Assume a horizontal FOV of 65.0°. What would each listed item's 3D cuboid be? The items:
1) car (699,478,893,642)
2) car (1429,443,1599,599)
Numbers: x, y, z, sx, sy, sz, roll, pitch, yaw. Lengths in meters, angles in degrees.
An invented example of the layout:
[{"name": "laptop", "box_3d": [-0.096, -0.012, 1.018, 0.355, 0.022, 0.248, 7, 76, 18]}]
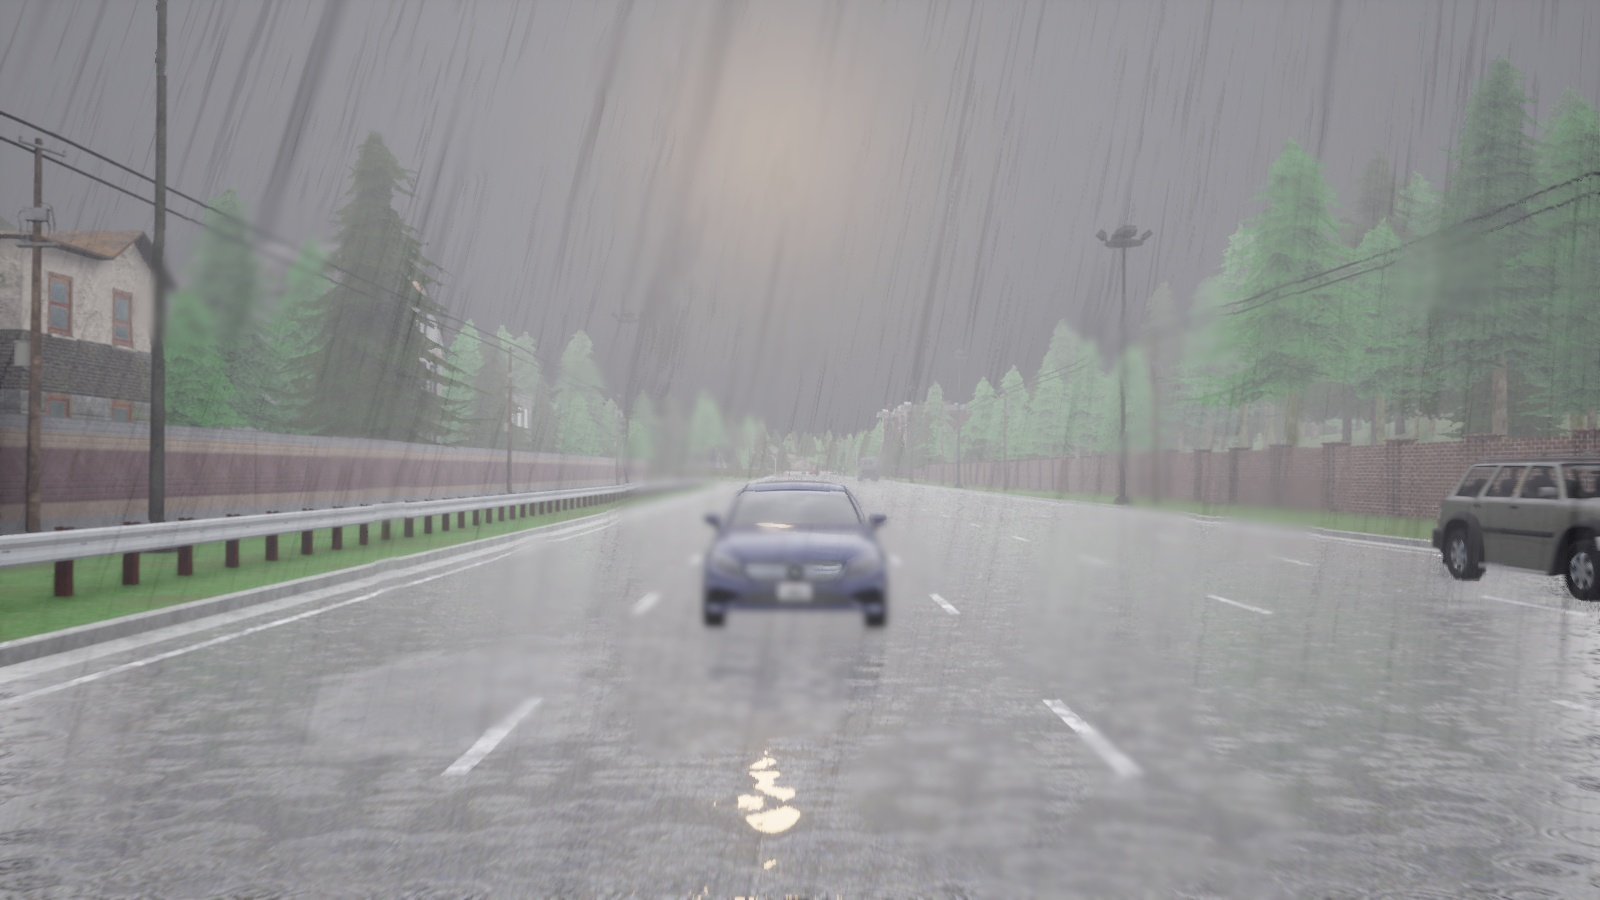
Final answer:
[{"name": "car", "box_3d": [-0.034, 1.077, 14.062, 1.812, 1.442, 4.674, 0, 0, 0]}, {"name": "car", "box_3d": [10.459, 0.868, 16.618, 1.932, 1.855, 4.605, 0, -1, 0]}]
